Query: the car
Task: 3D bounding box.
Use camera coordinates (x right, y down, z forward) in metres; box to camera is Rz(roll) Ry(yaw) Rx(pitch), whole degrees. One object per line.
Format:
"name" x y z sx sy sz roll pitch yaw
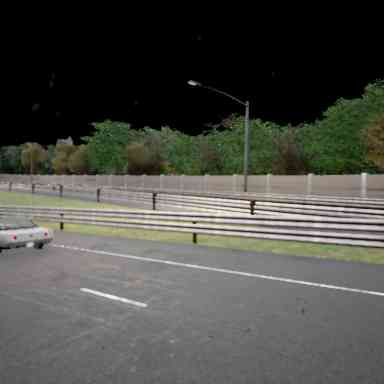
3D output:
"car" -7.880 1.697 13.764 4.718 1.301 1.895 0 0 35
